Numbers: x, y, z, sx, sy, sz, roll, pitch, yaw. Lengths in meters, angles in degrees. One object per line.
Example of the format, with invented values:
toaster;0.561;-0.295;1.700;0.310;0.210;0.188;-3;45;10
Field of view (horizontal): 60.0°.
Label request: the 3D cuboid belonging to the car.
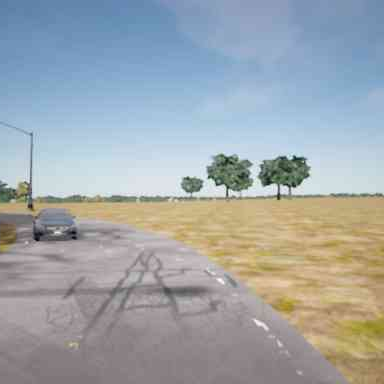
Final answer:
car;-6.912;1.528;16.755;1.812;1.442;4.674;1;0;-26
